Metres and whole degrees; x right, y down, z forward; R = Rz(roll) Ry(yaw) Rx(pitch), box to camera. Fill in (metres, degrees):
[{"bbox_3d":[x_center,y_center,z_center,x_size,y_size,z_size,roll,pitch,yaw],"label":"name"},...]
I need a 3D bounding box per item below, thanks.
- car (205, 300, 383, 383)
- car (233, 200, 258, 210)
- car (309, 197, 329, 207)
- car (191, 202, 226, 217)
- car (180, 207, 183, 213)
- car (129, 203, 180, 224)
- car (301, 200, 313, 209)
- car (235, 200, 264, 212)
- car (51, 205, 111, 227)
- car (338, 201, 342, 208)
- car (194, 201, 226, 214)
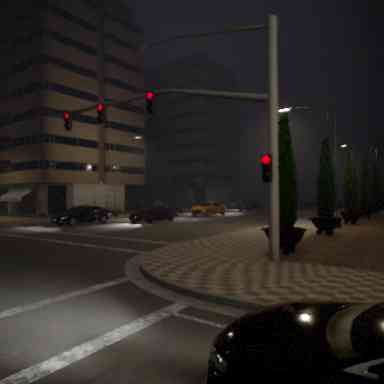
[{"bbox_3d":[2.347,1.484,2.315,4.902,1.511,2.128,-1,0,36],"label":"car"},{"bbox_3d":[8.132,1.895,50.240,1.994,1.385,4.181,-1,-1,35],"label":"car"},{"bbox_3d":[22.022,1.735,57.516,2.128,1.511,4.902,-1,-1,35],"label":"car"},{"bbox_3d":[1.808,1.765,35.256,1.882,1.535,5.008,-1,0,35],"label":"car"},{"bbox_3d":[-3.095,1.878,34.376,2.033,1.411,5.357,-1,-1,35],"label":"car"},{"bbox_3d":[-3.333,1.851,27.963,1.994,1.385,4.181,-1,-1,35],"label":"car"},{"bbox_3d":[15.824,1.791,48.720,2.033,1.411,5.357,-1,0,34],"label":"car"},{"bbox_3d":[7.774,1.779,43.697,2.128,1.511,4.902,-1,-1,35],"label":"car"},{"bbox_3d":[-8.708,1.835,26.413,1.837,1.490,4.892,-1,0,35],"label":"car"},{"bbox_3d":[21.189,1.764,50.250,1.994,1.385,4.181,-1,-1,35],"label":"car"},{"bbox_3d":[2.348,1.895,42.071,1.994,1.385,4.181,-1,-1,36],"label":"car"}]
